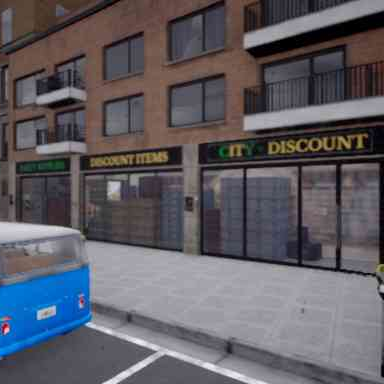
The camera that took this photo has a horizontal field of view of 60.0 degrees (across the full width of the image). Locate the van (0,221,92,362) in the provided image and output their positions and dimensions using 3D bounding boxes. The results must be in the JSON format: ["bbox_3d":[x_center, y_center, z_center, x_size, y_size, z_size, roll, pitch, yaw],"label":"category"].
[{"bbox_3d":[-3.450,1.398,5.528,3.998,1.788,1.690,-1,0,36],"label":"van"}]
